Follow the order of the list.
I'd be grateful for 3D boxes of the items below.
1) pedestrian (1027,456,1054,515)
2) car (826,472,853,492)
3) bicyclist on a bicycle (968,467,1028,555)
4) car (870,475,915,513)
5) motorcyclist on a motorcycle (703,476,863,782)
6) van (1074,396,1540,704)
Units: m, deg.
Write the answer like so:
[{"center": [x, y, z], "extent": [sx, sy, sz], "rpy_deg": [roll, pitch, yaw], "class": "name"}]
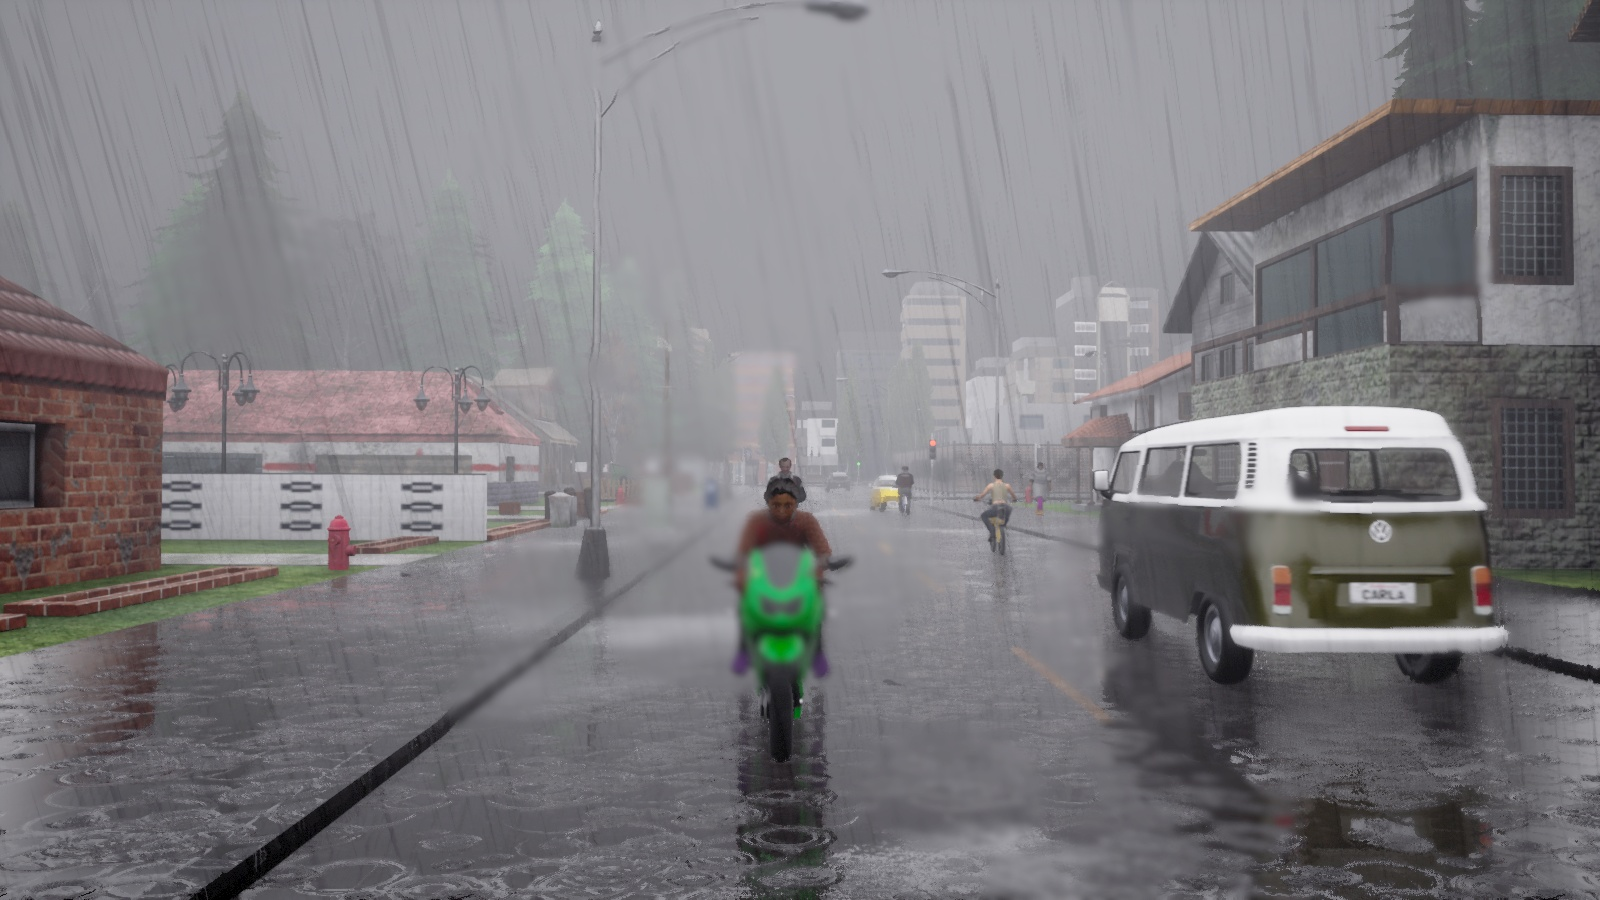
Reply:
[{"center": [8.089, 1.200, 42.286], "extent": [0.659, 1.952, 0.873], "rpy_deg": [0, -1, -4], "class": "pedestrian"}, {"center": [2.989, 2.408, 95.579], "extent": [1.837, 1.490, 4.892], "rpy_deg": [0, -1, -1], "class": "car"}, {"center": [3.738, 1.136, 23.842], "extent": [0.866, 1.612, 1.509], "rpy_deg": [0, -1, -1], "class": "bicyclist on a bicycle"}, {"center": [3.493, 1.654, 47.662], "extent": [1.481, 1.376, 2.207], "rpy_deg": [0, -1, -1], "class": "car"}, {"center": [-0.097, 0.920, 7.349], "extent": [0.797, 1.523, 2.044], "rpy_deg": [0, -1, -1], "class": "motorcyclist on a motorcycle"}, {"center": [3.869, 0.700, 10.613], "extent": [2.069, 2.038, 4.480], "rpy_deg": [0, -1, -1], "class": "van"}]
